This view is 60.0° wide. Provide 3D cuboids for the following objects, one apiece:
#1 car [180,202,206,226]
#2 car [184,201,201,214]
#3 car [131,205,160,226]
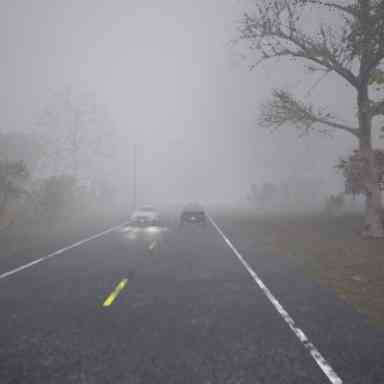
[{"bbox_3d":[0.076,1.710,25.498,1.882,1.535,5.008,0,-1,0],"label":"car"},{"bbox_3d":[0.057,1.931,42.162,1.994,1.385,4.181,0,-1,0],"label":"car"},{"bbox_3d":[-3.525,1.761,25.832,1.812,1.442,4.674,0,-1,0],"label":"car"}]
